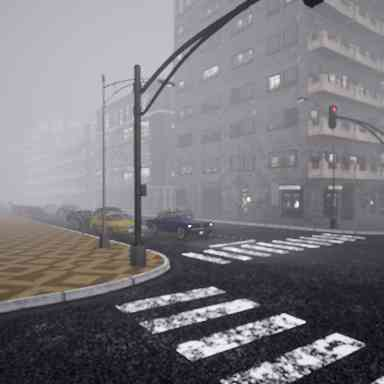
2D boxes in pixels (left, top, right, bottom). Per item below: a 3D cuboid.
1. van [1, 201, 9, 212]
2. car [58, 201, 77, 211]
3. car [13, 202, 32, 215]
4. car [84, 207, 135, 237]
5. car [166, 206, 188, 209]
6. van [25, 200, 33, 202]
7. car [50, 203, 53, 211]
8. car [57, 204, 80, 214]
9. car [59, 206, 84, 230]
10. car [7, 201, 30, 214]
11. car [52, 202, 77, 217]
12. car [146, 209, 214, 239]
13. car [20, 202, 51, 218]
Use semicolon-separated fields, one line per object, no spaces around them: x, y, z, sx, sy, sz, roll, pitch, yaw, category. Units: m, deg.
-31.783;2.452;57.275;1.690;1.788;3.998;-1;0;-36;van
-21.681;2.416;57.686;1.967;1.590;4.097;-2;0;-36;car
-21.728;2.414;43.610;1.802;1.307;4.206;-1;0;-36;car
-4.881;1.891;20.700;1.752;1.417;4.829;-1;0;-36;car
-1.580;1.970;30.357;2.008;1.369;4.403;-2;0;-36;car
-41.782;2.876;85.015;1.690;1.788;3.998;-2;0;-36;van
-23.952;2.558;56.434;1.994;1.385;4.181;0;-1;-37;car
-18.033;2.431;48.379;1.895;1.301;4.718;0;-1;-36;car
-8.330;2.027;25.391;1.947;1.339;4.313;-1;0;-36;car
-25.079;2.470;48.165;1.887;1.381;4.507;-1;0;-36;car
-13.408;2.138;36.707;2.128;1.511;4.902;0;-1;-36;car
-0.802;1.899;19.546;1.895;1.301;4.718;0;-1;-36;car
-18.379;2.284;39.056;1.887;1.381;4.507;-1;0;-36;car
